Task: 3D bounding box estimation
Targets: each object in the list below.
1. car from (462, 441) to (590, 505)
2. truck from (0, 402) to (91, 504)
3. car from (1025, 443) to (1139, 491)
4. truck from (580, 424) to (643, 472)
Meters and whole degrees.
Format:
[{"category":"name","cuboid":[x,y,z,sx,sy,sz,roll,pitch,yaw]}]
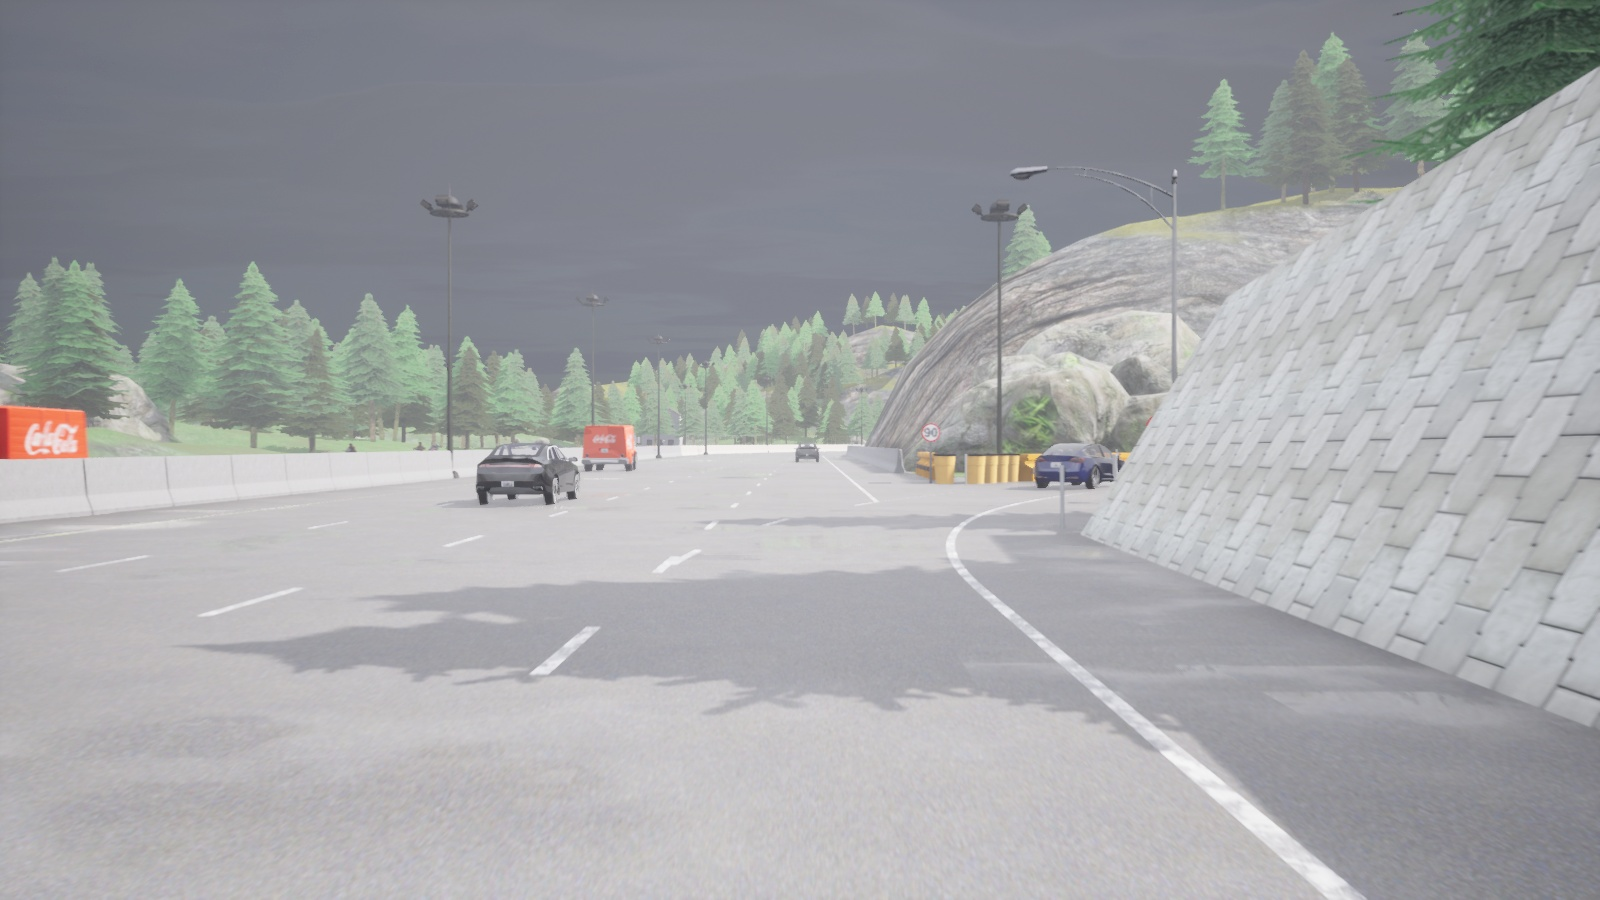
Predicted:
[{"category":"car","cuboid":[-6.804,0.522,31.725,2.128,1.511,4.902,0,0,0]},{"category":"truck","cuboid":[-20.804,0.071,31.902,2.627,2.467,5.204,0,0,0]},{"category":"car","cuboid":[9.481,0.522,41.920,2.163,1.488,4.792,0,0,34]},{"category":"truck","cuboid":[-10.099,-0.119,67.753,2.627,2.467,5.204,0,1,0]}]
